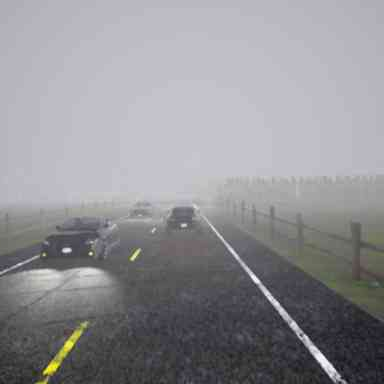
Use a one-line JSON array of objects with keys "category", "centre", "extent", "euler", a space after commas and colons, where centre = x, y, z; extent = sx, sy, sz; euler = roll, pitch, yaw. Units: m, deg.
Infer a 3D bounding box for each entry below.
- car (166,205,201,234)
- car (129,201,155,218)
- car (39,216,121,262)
[{"category": "car", "centre": [-0.467, 1.465, 18.694], "extent": [1.812, 1.442, 4.674], "euler": [-1, 0, -2]}, {"category": "car", "centre": [-4.340, 1.518, 29.866], "extent": [2.033, 1.411, 5.357], "euler": [-1, 0, -1]}, {"category": "car", "centre": [-3.881, 1.589, 12.182], "extent": [1.994, 1.385, 4.181], "euler": [-1, 0, -2]}]
